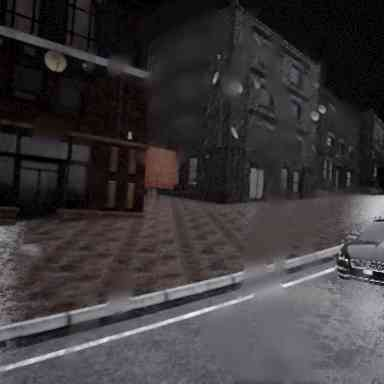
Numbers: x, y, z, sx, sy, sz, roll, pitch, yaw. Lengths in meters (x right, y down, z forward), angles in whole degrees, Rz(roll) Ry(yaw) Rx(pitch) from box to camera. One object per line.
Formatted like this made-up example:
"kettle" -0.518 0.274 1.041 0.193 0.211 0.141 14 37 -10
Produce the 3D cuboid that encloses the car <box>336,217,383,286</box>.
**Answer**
"car" 5.599 1.459 8.869 4.892 1.490 1.837 -1 1 -43
